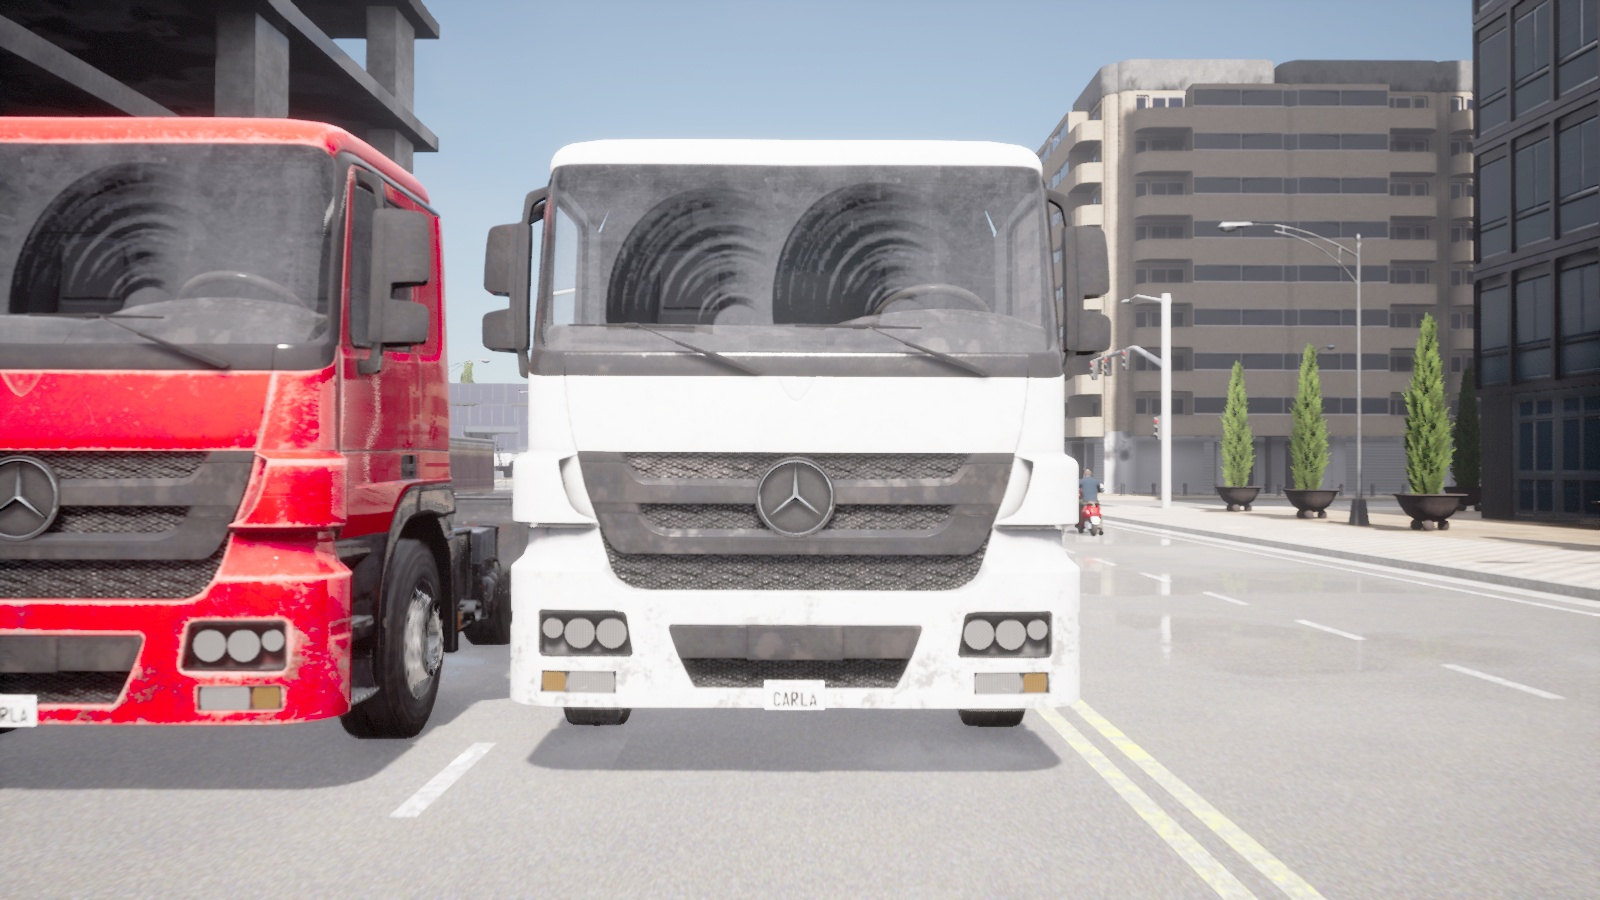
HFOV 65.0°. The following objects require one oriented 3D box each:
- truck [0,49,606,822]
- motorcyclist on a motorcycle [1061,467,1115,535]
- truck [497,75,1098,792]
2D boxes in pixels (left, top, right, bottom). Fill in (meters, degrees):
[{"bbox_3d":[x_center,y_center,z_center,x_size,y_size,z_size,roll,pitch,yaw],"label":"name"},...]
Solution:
[{"bbox_3d":[-3.556,-0.010,9.606,2.891,3.462,7.936,0,-1,0],"label":"truck"},{"bbox_3d":[6.926,1.198,30.271,0.866,1.590,1.817,0,-1,0],"label":"motorcyclist on a motorcycle"},{"bbox_3d":[-0.028,-0.015,10.043,2.891,3.462,7.936,0,-1,0],"label":"truck"}]
